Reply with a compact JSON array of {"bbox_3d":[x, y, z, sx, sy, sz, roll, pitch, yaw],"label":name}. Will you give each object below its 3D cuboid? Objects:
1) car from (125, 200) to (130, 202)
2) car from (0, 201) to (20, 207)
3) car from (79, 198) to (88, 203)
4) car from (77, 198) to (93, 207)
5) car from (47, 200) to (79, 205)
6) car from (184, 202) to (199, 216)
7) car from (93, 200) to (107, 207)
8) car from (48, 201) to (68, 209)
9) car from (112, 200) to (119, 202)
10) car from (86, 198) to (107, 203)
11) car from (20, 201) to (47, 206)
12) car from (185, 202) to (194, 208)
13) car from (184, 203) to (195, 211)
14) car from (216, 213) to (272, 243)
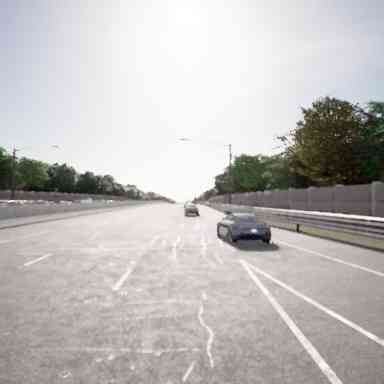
[{"bbox_3d":[-18.083,3.082,93.593,1.812,1.442,4.674,1,-1,0],"label":"car"},{"bbox_3d":[-24.837,1.968,46.233,2.033,1.411,5.357,1,-1,0],"label":"car"},{"bbox_3d":[-21.386,2.339,62.439,1.837,1.490,4.892,1,-1,0],"label":"car"},{"bbox_3d":[-24.976,2.346,77.861,2.150,2.045,5.566,1,-1,0],"label":"car"},{"bbox_3d":[-17.850,2.059,46.302,1.812,1.442,4.674,1,-1,0],"label":"car"},{"bbox_3d":[-0.054,2.302,43.453,2.033,1.411,5.357,1,-1,-2],"label":"car"},{"bbox_3d":[-21.482,2.681,78.071,1.837,1.490,4.892,1,-1,0],"label":"car"},{"bbox_3d":[-24.884,2.372,62.041,1.895,1.301,4.718,1,-1,0],"label":"car"},{"bbox_3d":[-17.983,2.831,77.994,1.895,1.301,4.718,1,-1,0],"label":"car"},{"bbox_3d":[-17.888,2.423,62.563,1.812,1.442,4.674,1,-1,0],"label":"car"},{"bbox_3d":[-21.348,1.982,46.262,1.837,1.490,4.892,1,-1,0],"label":"car"},{"bbox_3d":[-0.480,3.052,77.309,1.994,1.385,4.181,1,-1,0],"label":"car"},{"bbox_3d":[-0.383,2.753,62.978,1.994,1.385,4.181,1,-1,0],"label":"car"},{"bbox_3d":[2.566,1.786,17.305,1.994,1.385,4.181,1,-1,-9],"label":"car"}]
